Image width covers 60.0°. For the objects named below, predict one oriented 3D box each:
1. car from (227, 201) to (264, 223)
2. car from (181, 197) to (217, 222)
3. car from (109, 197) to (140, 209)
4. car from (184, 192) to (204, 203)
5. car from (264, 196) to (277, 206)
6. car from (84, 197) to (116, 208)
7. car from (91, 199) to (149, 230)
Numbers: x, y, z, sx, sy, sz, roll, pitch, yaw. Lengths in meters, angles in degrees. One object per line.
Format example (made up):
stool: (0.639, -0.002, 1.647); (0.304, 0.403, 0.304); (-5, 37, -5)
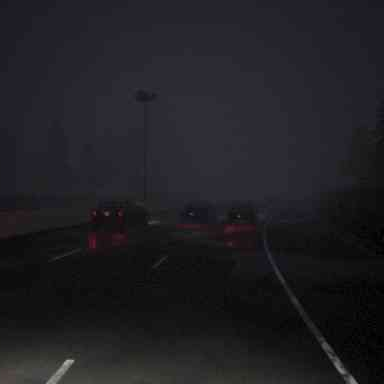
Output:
car: (3.858, 1.423, 24.681); (2.128, 1.511, 4.902); (0, 0, 17)
car: (0.641, 1.371, 25.386); (1.882, 1.535, 5.008); (0, 1, 15)
car: (-8.735, 1.394, 43.477); (1.895, 1.301, 4.718); (0, 0, 17)
car: (0.522, 0.961, 61.276); (2.150, 2.045, 5.566); (0, 0, 17)
car: (11.963, 1.374, 50.865); (1.812, 1.442, 4.674); (0, -1, 17)
car: (-12.130, 1.382, 44.338); (1.895, 1.301, 4.718); (0, 0, 17)
car: (-4.249, 1.254, 20.450); (2.097, 1.767, 4.553); (0, 0, 12)
